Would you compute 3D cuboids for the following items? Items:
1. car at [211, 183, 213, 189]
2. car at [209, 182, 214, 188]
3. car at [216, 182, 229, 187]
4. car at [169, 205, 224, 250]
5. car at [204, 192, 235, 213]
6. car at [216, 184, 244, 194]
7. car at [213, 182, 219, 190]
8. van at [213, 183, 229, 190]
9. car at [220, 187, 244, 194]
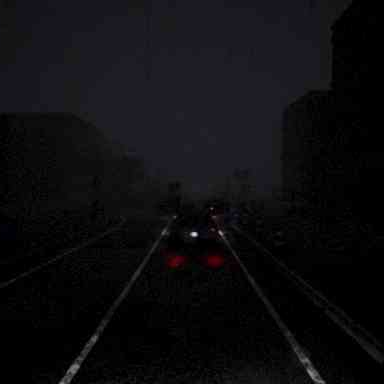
[{"bbox_3d":[8.023,-1.109,84.902,4.892,1.521,2.231,0,2,-1],"label":"car"},{"bbox_3d":[7.960,-1.329,90.409,5.008,1.535,2.097,0,2,-1],"label":"car"},{"bbox_3d":[8.139,-0.624,71.130,4.553,1.767,2.185,0,3,-1],"label":"car"},{"bbox_3d":[0.102,1.490,14.100,1.994,1.385,4.181,0,1,1],"label":"car"},{"bbox_3d":[2.482,1.133,31.800,1.837,1.490,4.892,1,2,17],"label":"car"},{"bbox_3d":[8.046,-0.232,65.628,5.366,1.575,1.946,0,3,-1],"label":"car"},{"bbox_3d":[8.169,-0.879,73.877,5.566,2.045,2.435,0,3,-1],"label":"car"},{"bbox_3d":[8.040,-1.654,93.034,4.442,1.987,1.878,0,2,-1],"label":"van"},{"bbox_3d":[8.205,-0.325,68.386,4.674,1.452,2.002,0,3,-1],"label":"car"}]
